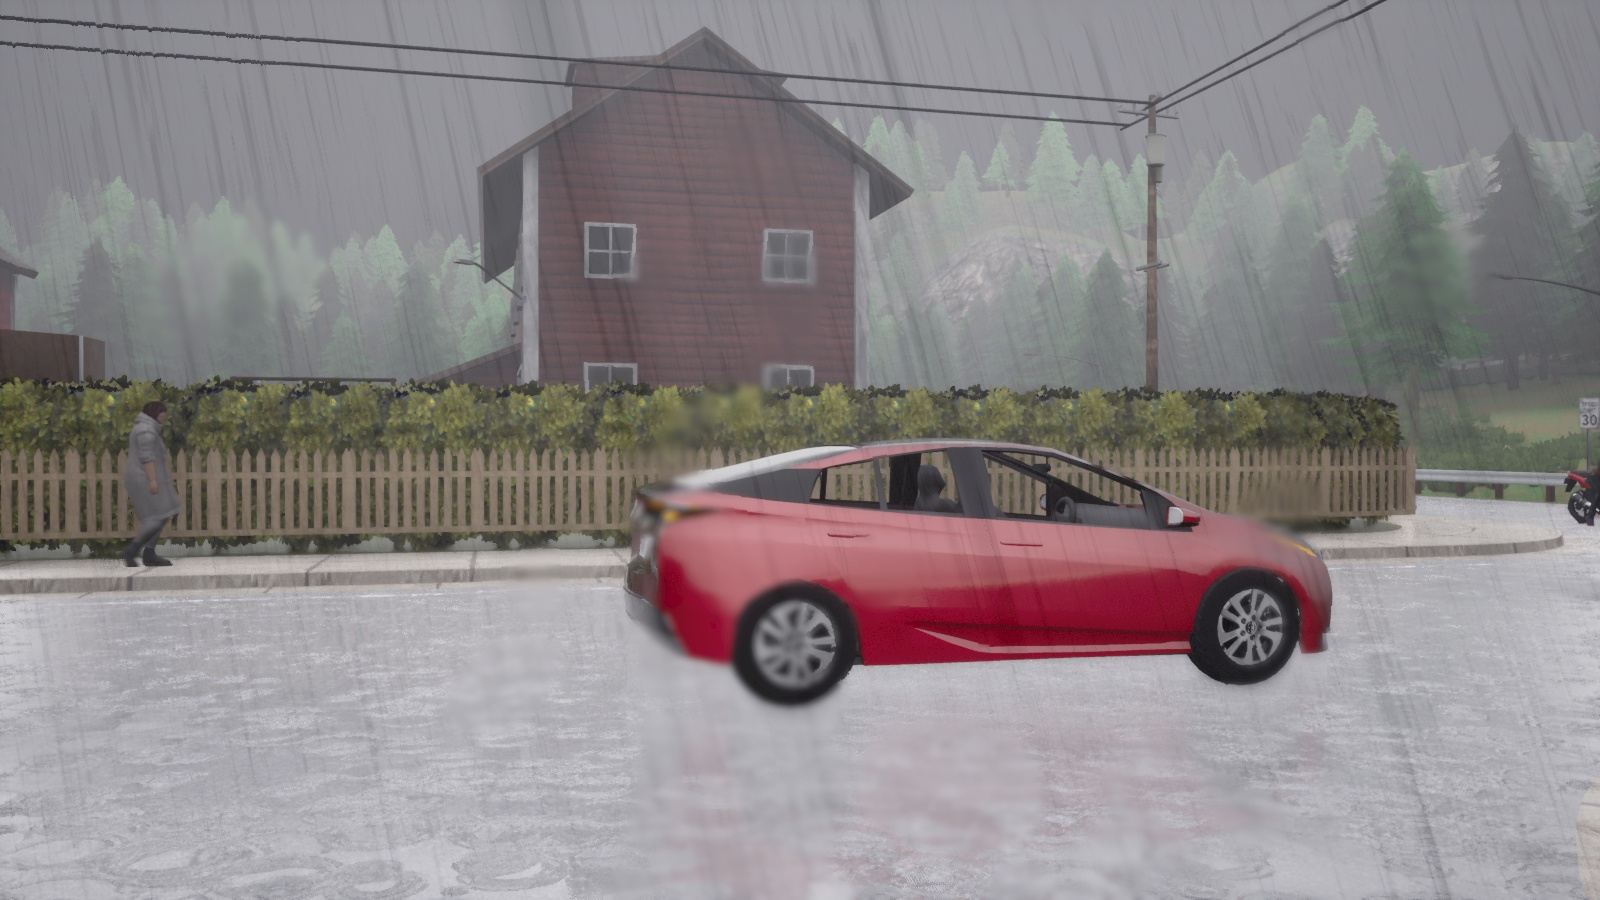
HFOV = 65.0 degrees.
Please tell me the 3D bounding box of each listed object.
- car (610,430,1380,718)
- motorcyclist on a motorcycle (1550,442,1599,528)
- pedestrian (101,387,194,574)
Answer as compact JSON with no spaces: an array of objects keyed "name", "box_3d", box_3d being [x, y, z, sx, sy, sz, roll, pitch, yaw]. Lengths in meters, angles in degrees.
[{"name":"car","box_3d":[1.131,0.648,8.161,4.514,1.525,2.007,0,0,-14]},{"name":"motorcyclist on a motorcycle","box_3d":[14.482,0.614,22.301,0.797,1.523,2.044,0,0,-13]},{"name":"pedestrian","box_3d":[-7.077,0.319,13.641,0.873,1.952,0.659,0,0,-26]}]
